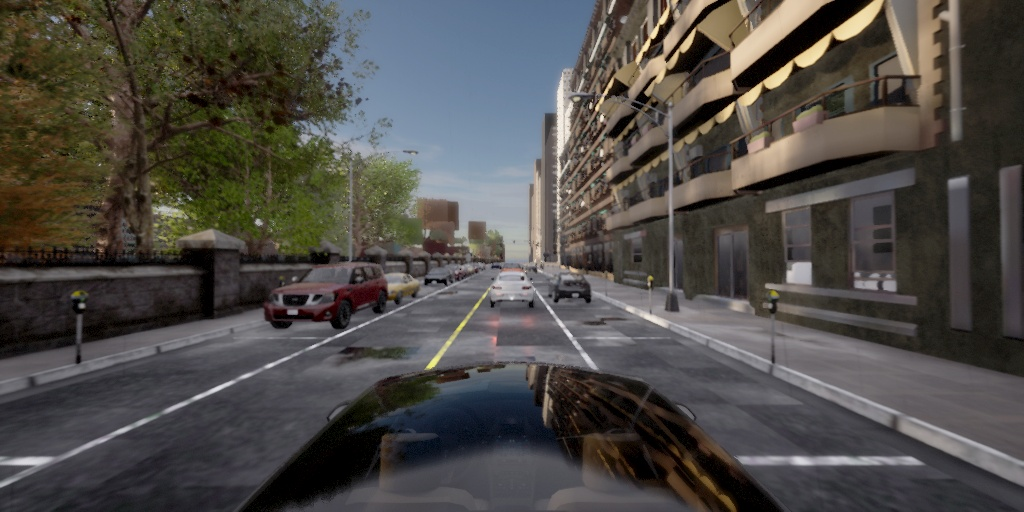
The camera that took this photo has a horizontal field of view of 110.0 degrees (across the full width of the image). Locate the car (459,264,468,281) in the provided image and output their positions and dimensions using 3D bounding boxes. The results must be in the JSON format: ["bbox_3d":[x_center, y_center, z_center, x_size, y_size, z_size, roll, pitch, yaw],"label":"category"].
[{"bbox_3d":[-5.694,1.495,33.958,1.967,1.591,4.097,0,0,0],"label":"car"}]

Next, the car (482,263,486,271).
[{"bbox_3d":[-5.773,1.879,61.649,2.007,1.370,4.403,0,0,0],"label":"car"}]

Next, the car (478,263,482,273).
[{"bbox_3d":[-5.695,1.658,50.574,1.967,1.591,4.097,0,0,0],"label":"car"}]

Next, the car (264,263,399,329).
[{"bbox_3d":[-5.693,1.159,11.805,2.192,1.841,5.009,0,0,0],"label":"car"}]

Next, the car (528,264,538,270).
[{"bbox_3d":[2.685,1.769,50.576,2.007,1.370,4.403,0,0,0],"label":"car"}]

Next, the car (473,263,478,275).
[{"bbox_3d":[-5.695,1.689,44.865,1.751,1.417,4.829,0,0,0],"label":"car"}]

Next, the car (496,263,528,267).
[{"bbox_3d":[0.001,1.376,30.931,2.097,1.767,4.553,0,-1,0],"label":"car"}]

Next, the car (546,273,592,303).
[{"bbox_3d":[2.687,1.446,17.346,2.007,1.370,4.403,0,0,0],"label":"car"}]

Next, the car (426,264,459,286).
[{"bbox_3d":[-5.694,1.567,28.420,1.948,1.339,4.313,0,0,0],"label":"car"}]

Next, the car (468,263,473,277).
[{"bbox_3d":[-5.694,1.691,39.497,1.802,1.307,4.207,0,0,0],"label":"car"}]

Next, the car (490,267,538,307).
[{"bbox_3d":[0.005,1.411,16.223,1.812,1.442,4.674,0,0,0],"label":"car"}]

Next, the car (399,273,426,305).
[{"bbox_3d":[-5.693,1.421,17.173,1.751,1.417,4.829,0,0,0],"label":"car"}]
